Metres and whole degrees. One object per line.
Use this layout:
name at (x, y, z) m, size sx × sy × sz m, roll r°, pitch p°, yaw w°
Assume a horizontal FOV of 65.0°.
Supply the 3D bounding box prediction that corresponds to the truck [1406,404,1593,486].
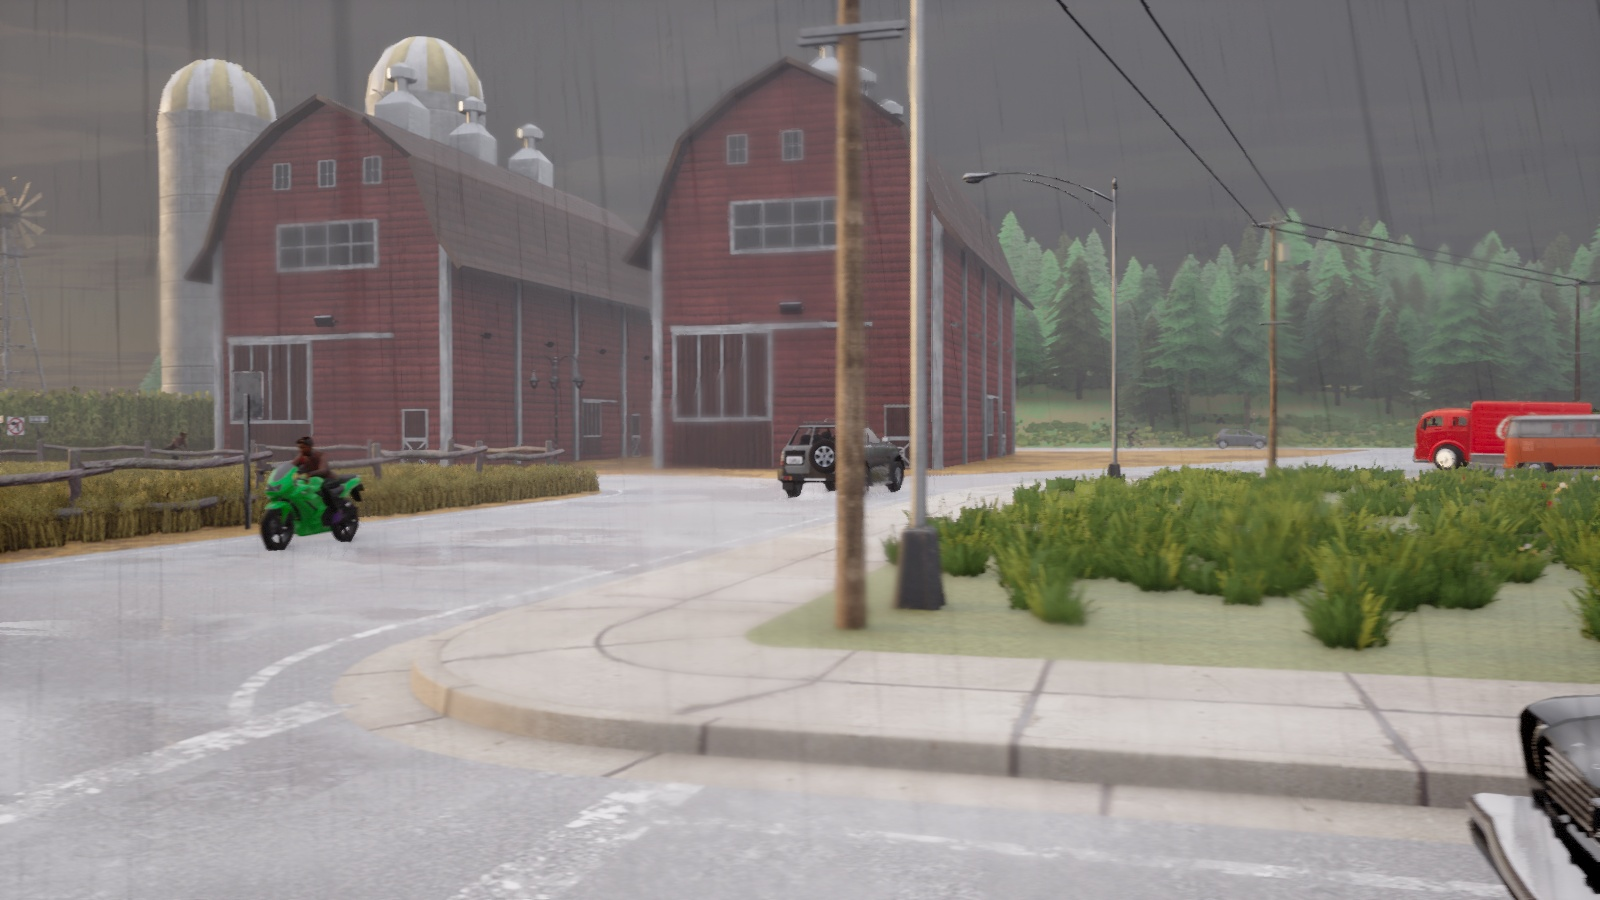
truck at (23.608, -0.245, 42.455) m, size 5.204 × 2.467 × 2.627 m, roll 3°, pitch 4°, yaw 35°

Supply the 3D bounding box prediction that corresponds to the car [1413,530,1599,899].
car at (3.771, 0.911, 2.039) m, size 4.718 × 1.301 × 1.895 m, roll 0°, pitch 1°, yaw 16°

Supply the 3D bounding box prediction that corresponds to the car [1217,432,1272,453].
car at (32.053, -0.574, 90.699) m, size 3.633 × 1.501 × 1.845 m, roll 0°, pitch 1°, yaw 17°

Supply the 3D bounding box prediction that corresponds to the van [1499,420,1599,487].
van at (23.901, 0.082, 38.283) m, size 4.442 × 1.987 × 1.775 m, roll 1°, pitch 1°, yaw 27°

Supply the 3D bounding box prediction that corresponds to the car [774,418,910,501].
car at (1.114, 0.170, 30.457) m, size 1.932 × 1.855 × 4.605 m, roll 0°, pitch 1°, yaw 20°

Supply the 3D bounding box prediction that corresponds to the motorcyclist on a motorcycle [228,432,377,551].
motorcyclist on a motorcycle at (-6.734, 0.518, 17.128) m, size 0.797 × 1.523 × 2.044 m, roll 0°, pitch 1°, yaw 17°
